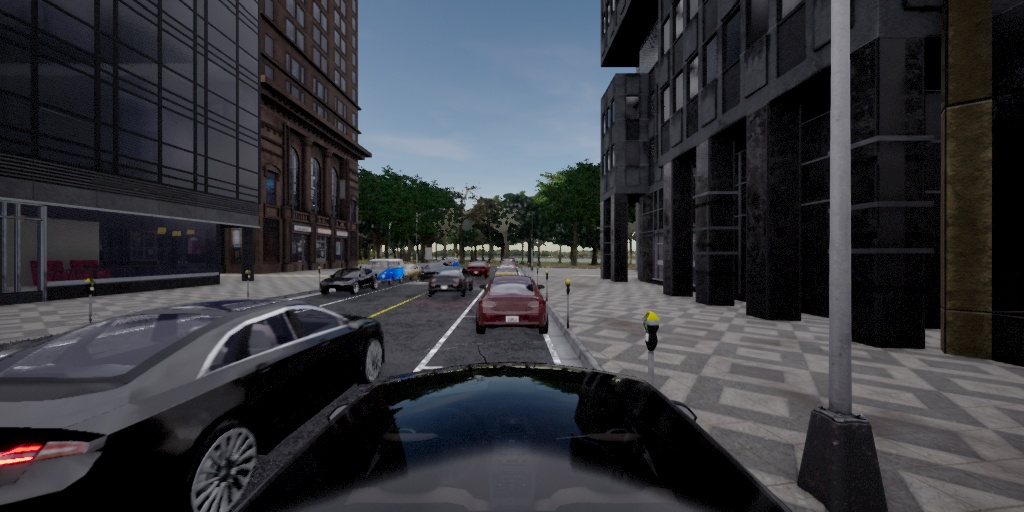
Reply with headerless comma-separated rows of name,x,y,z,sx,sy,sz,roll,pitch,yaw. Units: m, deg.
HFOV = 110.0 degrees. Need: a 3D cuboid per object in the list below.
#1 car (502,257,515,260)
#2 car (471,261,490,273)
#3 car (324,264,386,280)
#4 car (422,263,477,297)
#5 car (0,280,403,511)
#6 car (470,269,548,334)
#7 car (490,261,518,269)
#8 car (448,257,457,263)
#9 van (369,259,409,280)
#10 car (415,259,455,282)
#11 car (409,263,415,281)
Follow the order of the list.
car,-0.383,1.196,36.298,1.967,1.591,4.097,0,0,0
car,-3.055,1.233,32.960,1.882,1.535,5.008,0,0,0
car,-8.908,1.317,19.986,1.948,1.339,4.313,0,0,0
car,-3.145,1.277,18.944,1.812,1.442,4.674,0,0,0
car,-3.053,1.241,4.108,2.128,1.511,4.902,0,0,0
car,0.003,1.276,10.500,1.812,1.442,4.674,0,0,0
car,-0.383,1.278,25.593,1.751,1.417,4.829,0,0,0
car,-8.908,1.201,47.173,1.967,1.591,4.097,0,0,0
van,-8.908,1.093,25.423,1.690,1.789,3.998,0,0,0
car,-6.243,1.258,29.584,1.837,1.490,4.892,0,0,0
car,-8.908,1.280,30.691,1.751,1.417,4.829,0,0,0
